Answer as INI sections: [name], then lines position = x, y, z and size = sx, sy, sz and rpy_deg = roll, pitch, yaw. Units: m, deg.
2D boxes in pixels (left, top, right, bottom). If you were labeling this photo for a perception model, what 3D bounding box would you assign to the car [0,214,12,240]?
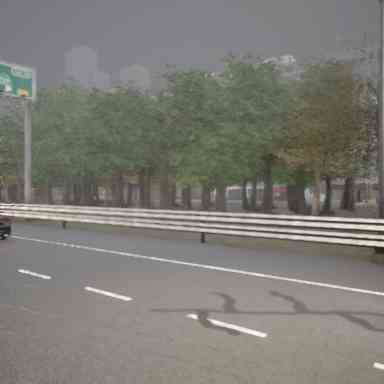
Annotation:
[car]
position = -10.448, 1.492, 15.637
size = 5.008, 1.535, 1.882
rpy_deg = 0, 0, 36
